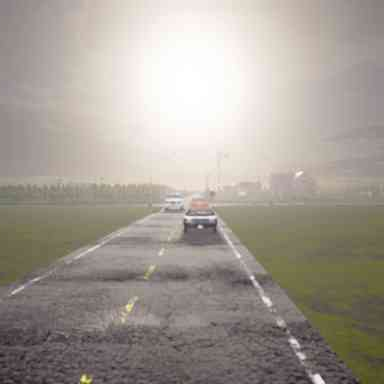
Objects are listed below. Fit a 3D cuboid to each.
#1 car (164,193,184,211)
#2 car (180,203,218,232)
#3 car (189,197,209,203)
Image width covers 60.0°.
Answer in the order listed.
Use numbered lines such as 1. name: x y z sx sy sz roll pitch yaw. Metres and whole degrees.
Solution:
1. car: -2.092 1.144 40.060 2.150 2.045 5.566 0 0 1
2. car: 0.477 1.556 19.841 1.895 1.301 4.718 0 0 1
3. car: 0.729 1.282 35.145 2.097 1.767 4.553 0 0 1
